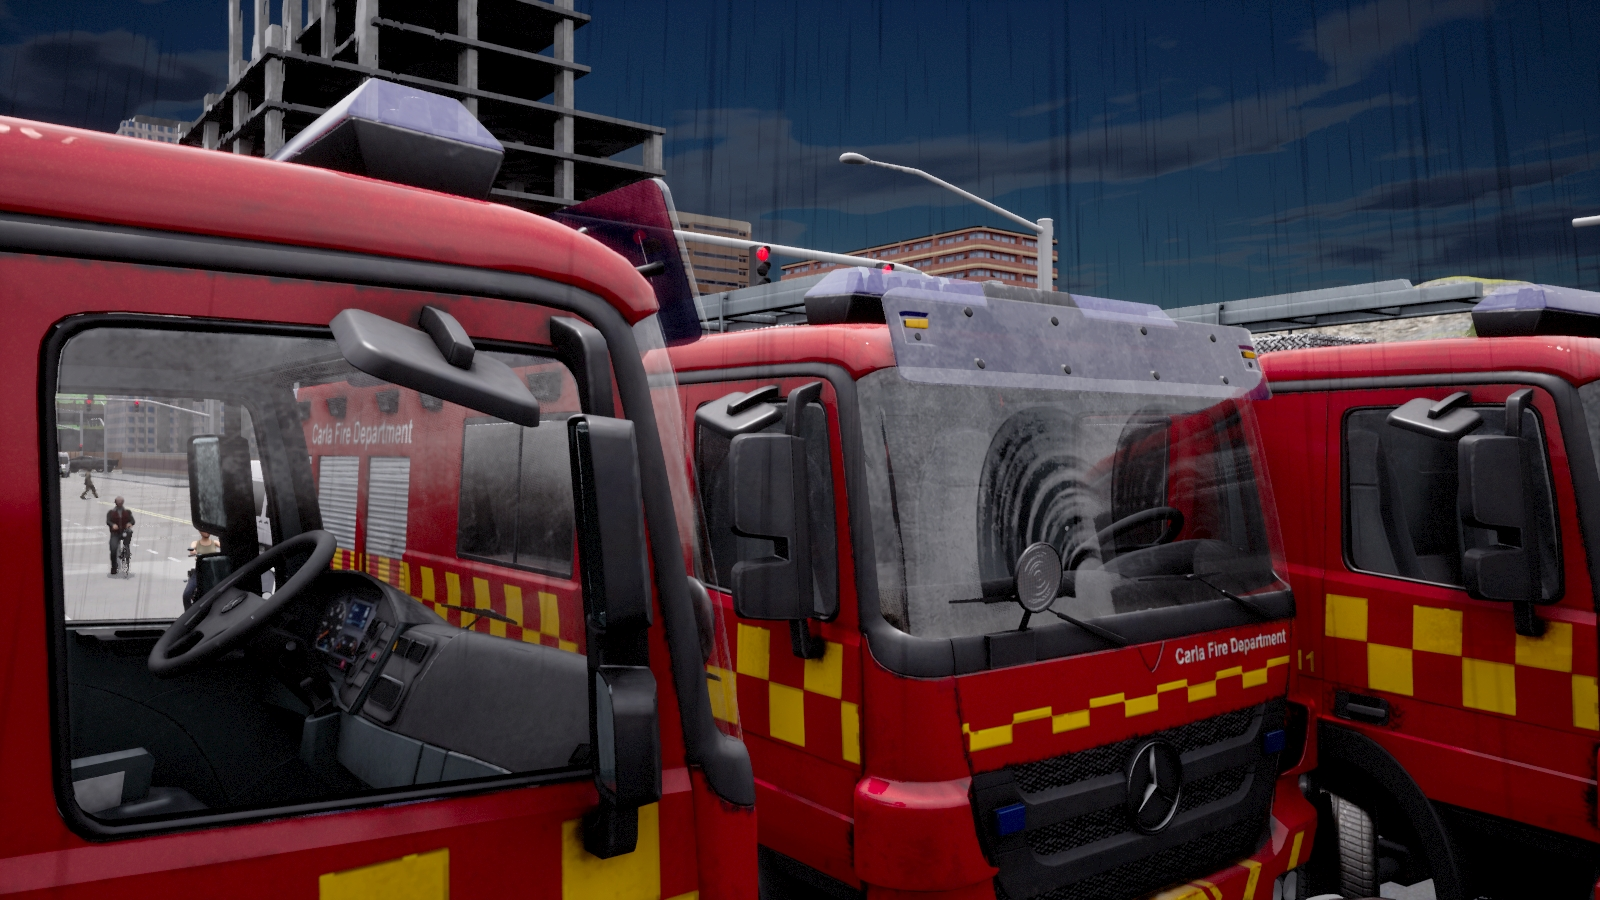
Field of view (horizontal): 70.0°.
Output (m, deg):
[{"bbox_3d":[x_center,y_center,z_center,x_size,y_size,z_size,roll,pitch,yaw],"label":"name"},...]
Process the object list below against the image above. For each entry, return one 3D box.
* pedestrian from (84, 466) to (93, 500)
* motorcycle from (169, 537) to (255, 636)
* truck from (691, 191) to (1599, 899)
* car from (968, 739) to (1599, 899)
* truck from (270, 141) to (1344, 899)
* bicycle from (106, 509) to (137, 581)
[{"bbox_3d":[-39.520,1.835,63.427,0.375,1.860,0.375,0,0,-40],"label":"pedestrian"},{"bbox_3d":[-9.533,2.155,18.464,0.764,1.307,2.356,0,0,-39],"label":"motorcycle"},{"bbox_3d":[2.348,0.890,8.605,2.891,3.827,8.468,0,0,-31],"label":"truck"},{"bbox_3d":[2.437,2.065,3.109,1.970,1.475,3.806,0,0,-30],"label":"car"},{"bbox_3d":[-1.099,0.890,8.003,2.891,3.827,8.468,0,0,-38],"label":"truck"},{"bbox_3d":[-14.898,2.060,25.075,0.329,1.471,1.835,0,0,-39],"label":"bicycle"}]
